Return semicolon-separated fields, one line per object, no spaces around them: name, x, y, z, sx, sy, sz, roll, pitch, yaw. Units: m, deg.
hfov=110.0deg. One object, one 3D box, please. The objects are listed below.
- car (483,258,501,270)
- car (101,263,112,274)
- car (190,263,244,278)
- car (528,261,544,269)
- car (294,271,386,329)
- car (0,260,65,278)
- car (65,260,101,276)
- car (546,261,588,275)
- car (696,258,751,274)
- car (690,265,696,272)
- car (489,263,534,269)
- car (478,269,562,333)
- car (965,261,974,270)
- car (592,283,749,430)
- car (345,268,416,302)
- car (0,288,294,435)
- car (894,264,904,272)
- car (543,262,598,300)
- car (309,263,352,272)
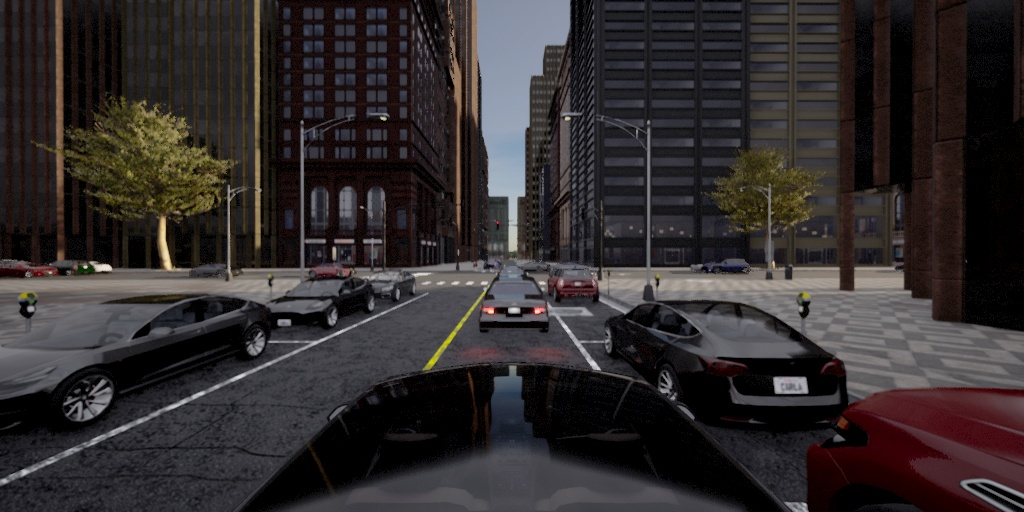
car;-3.068;1.113;53.208;2.097;1.767;4.553;0;0;0
car;-49.234;1.380;41.533;4.674;1.442;1.812;0;0;1
car;-28.741;1.393;34.957;4.181;1.385;1.994;0;0;0
car;2.604;1.298;43.485;4.181;1.385;1.994;-1;0;32
car;-5.766;1.314;11.256;1.948;1.339;4.313;0;0;0
car;-47.503;1.360;34.962;5.008;1.535;1.882;0;0;0
car;-47.675;1.218;38.303;4.553;1.767;2.097;0;0;0
car;5.892;1.292;38.488;4.181;1.385;1.994;0;0;0
car;22.883;1.037;38.526;4.553;1.767;2.097;0;0;0
car;23.414;1.267;41.780;4.718;1.301;1.895;0;0;0
car;-0.006;1.296;20.803;2.033;1.411;5.357;0;0;0
car;0.061;1.296;10.731;2.033;1.411;5.357;0;0;0
car;46.277;0.990;38.515;4.553;1.767;2.097;0;0;0
car;2.761;1.315;5.624;1.948;1.339;4.313;0;0;0
car;-5.767;1.299;16.893;2.007;1.370;4.403;0;0;0
car;-5.764;1.315;5.620;1.948;1.339;4.313;0;0;0
car;48.049;1.168;41.754;5.357;1.411;2.033;0;0;0
car;2.758;1.188;16.896;1.967;1.591;4.097;0;0;0
car;-17.474;1.362;34.981;4.181;1.385;1.994;0;0;0
